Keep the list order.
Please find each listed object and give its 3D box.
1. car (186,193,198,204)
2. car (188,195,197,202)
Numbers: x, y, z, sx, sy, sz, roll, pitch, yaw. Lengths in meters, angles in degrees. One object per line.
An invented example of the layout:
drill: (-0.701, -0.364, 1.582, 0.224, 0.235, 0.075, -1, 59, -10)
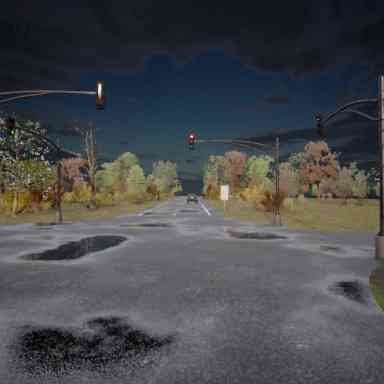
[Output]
car: (0.023, 1.292, 67.681, 2.150, 2.045, 5.566, 0, 0, 0)
car: (0.025, 1.465, 78.072, 2.033, 1.411, 5.357, 0, 0, 0)
